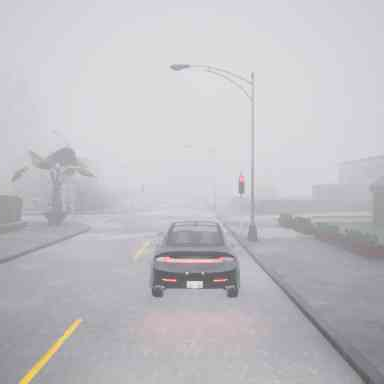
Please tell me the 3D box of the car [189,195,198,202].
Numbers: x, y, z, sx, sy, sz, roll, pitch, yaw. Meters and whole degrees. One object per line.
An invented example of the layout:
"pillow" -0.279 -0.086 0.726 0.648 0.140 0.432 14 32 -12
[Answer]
"car" 0.290 1.465 74.479 1.882 1.535 5.008 0 0 0

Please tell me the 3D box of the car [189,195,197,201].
"car" 0.331 1.541 84.715 1.994 1.385 4.181 0 0 0

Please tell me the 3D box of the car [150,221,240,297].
"car" 0.084 1.492 8.544 2.128 1.511 4.902 0 0 1

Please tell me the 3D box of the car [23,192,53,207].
"car" -19.593 0.986 43.003 1.905 1.878 3.866 0 0 35
